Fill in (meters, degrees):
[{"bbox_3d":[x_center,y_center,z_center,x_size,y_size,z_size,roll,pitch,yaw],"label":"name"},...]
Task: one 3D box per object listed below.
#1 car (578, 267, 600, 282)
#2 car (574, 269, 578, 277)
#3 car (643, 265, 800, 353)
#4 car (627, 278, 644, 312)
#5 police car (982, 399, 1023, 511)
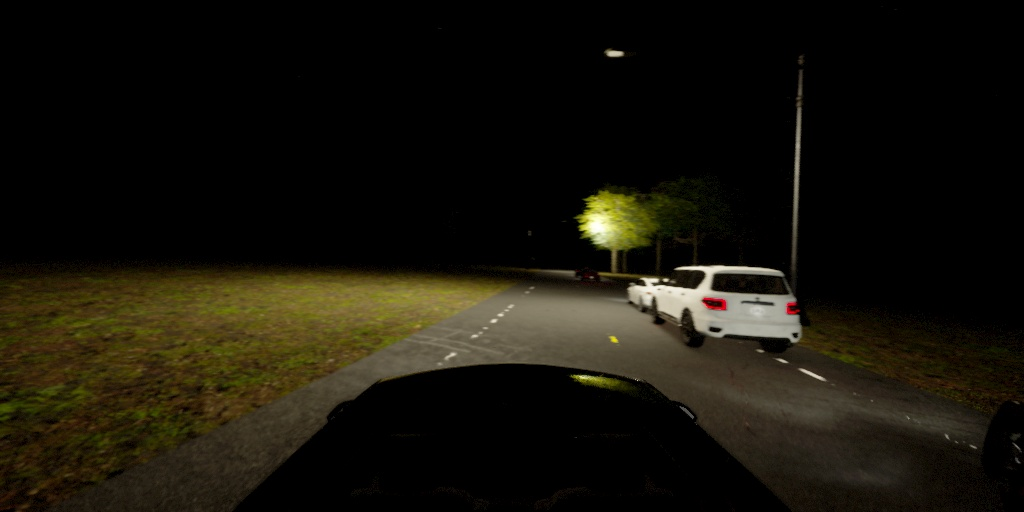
[{"bbox_3d":[8.523,2.043,39.162,1.812,1.442,4.674,2,-1,8],"label":"car"},{"bbox_3d":[9.758,2.241,49.548,1.994,1.385,4.181,2,-1,7],"label":"car"},{"bbox_3d":[5.656,1.304,10.351,2.150,2.045,5.566,2,-1,8],"label":"car"},{"bbox_3d":[6.498,1.699,16.264,1.812,1.442,4.674,3,0,8],"label":"car"},{"bbox_3d":[4.180,1.342,0.512,1.930,1.638,5.238,2,-1,9],"label":"police car"}]
